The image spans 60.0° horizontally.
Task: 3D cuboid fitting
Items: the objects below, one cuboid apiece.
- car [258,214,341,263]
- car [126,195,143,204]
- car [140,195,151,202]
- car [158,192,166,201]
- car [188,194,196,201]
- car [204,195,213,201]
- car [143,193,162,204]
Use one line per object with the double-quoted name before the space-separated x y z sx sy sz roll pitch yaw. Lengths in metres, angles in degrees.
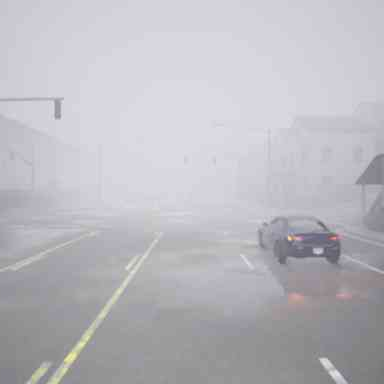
"car" 3.577 1.501 11.685 1.812 1.442 4.674 0 0 0
"car" -10.542 1.350 59.387 1.882 1.535 5.008 0 0 1
"car" -10.504 1.433 75.008 1.895 1.301 4.718 0 0 0
"car" -7.004 1.062 75.081 2.150 2.045 5.566 0 0 0
"car" -0.004 1.218 71.937 2.128 1.511 4.902 0 0 0
"car" 3.496 1.288 71.967 1.895 1.301 4.718 0 0 0
"car" -7.045 1.376 59.459 1.837 1.490 4.892 0 0 1
